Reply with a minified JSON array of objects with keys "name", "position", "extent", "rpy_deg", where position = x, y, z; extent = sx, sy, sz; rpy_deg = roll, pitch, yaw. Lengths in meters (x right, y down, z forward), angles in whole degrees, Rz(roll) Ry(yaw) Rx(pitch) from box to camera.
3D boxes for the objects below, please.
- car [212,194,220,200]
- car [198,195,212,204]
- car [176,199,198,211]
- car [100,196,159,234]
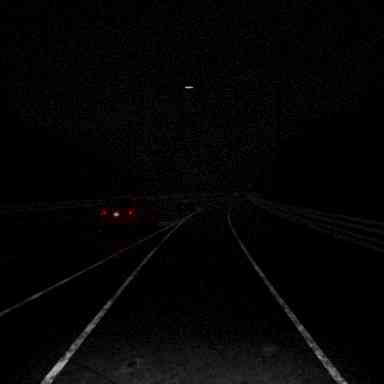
[{"name":"car","position":[5.663,1.472,89.669],"extent":[2.033,1.411,5.357],"rpy_deg":[0,0,8]},{"name":"car","position":[2.132,1.513,62.876],"extent":[2.033,1.411,5.357],"rpy_deg":[0,0,7]},{"name":"car","position":[-0.777,1.527,40.713],"extent":[1.812,1.442,4.674],"rpy_deg":[0,0,7]},{"name":"car","position":[-3.536,1.241,19.695],"extent":[2.150,2.045,5.566],"rpy_deg":[0,0,7]}]
